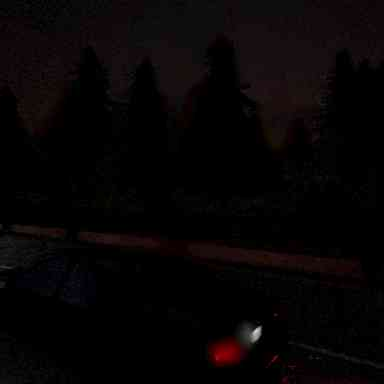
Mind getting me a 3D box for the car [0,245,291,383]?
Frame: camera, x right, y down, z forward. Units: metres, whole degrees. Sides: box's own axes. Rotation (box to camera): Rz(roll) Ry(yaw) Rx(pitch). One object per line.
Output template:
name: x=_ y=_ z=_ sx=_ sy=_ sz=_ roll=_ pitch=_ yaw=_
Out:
car: x=-1.369 y=1.552 z=4.969 sx=5.357 sy=1.411 sz=2.033 roll=0 pitch=0 yaw=35
